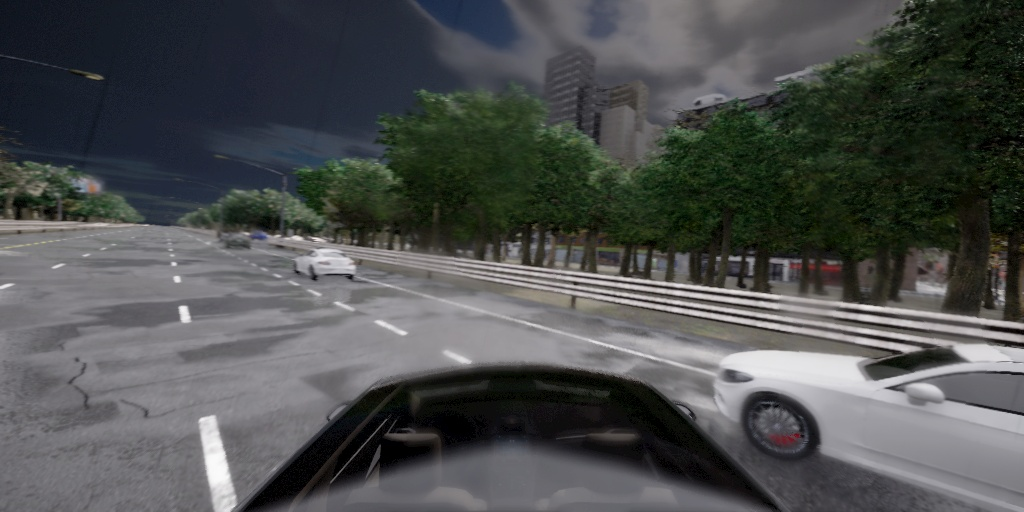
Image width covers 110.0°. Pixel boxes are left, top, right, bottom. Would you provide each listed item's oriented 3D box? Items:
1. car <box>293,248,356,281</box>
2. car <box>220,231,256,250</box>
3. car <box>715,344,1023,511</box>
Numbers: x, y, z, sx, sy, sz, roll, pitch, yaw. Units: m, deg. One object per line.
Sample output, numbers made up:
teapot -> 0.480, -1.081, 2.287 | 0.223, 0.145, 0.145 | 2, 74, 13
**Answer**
car -> -9.229, 0.341, 17.621 | 1.812, 1.442, 4.674 | 3, 1, -44
car -> -30.011, -1.707, 39.169 | 2.097, 1.767, 4.553 | 3, 1, -44
car -> 4.565, 1.582, 3.325 | 1.812, 1.442, 4.674 | 3, 1, -44
